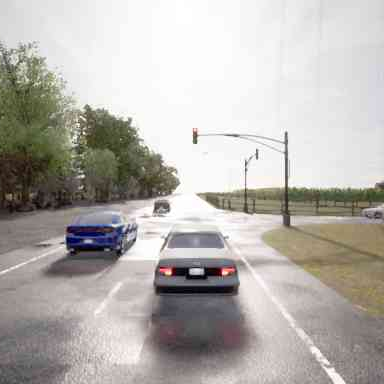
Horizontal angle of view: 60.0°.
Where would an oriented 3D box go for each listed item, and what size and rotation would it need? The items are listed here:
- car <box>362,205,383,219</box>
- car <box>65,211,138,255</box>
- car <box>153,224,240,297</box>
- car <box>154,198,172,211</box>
[{"bbox_3d":[18.617,1.786,31.461,4.674,1.442,1.812,0,-1,0],"label":"car"},{"bbox_3d":[-3.428,1.481,13.447,1.882,1.535,5.008,0,0,0],"label":"car"},{"bbox_3d":[0.082,1.550,8.778,2.033,1.411,5.357,0,0,0],"label":"car"},{"bbox_3d":[-3.491,1.511,39.992,1.837,1.490,4.892,0,0,0],"label":"car"}]
